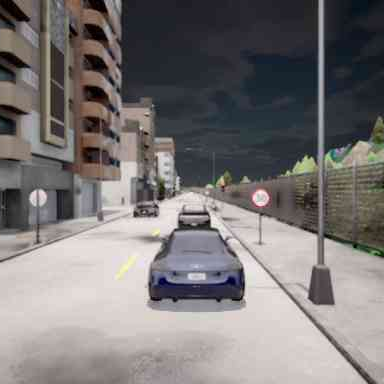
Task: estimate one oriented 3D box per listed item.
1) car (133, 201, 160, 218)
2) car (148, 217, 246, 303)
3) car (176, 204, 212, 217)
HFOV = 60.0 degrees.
[{"bbox_3d":[-3.947,1.488,29.475,1.994,1.385,4.181,0,0,0],"label":"car"},{"bbox_3d":[0.095,1.541,8.232,1.994,1.385,4.181,0,0,0],"label":"car"},{"bbox_3d":[0.124,1.440,19.198,2.128,1.511,4.902,0,0,0],"label":"car"}]
